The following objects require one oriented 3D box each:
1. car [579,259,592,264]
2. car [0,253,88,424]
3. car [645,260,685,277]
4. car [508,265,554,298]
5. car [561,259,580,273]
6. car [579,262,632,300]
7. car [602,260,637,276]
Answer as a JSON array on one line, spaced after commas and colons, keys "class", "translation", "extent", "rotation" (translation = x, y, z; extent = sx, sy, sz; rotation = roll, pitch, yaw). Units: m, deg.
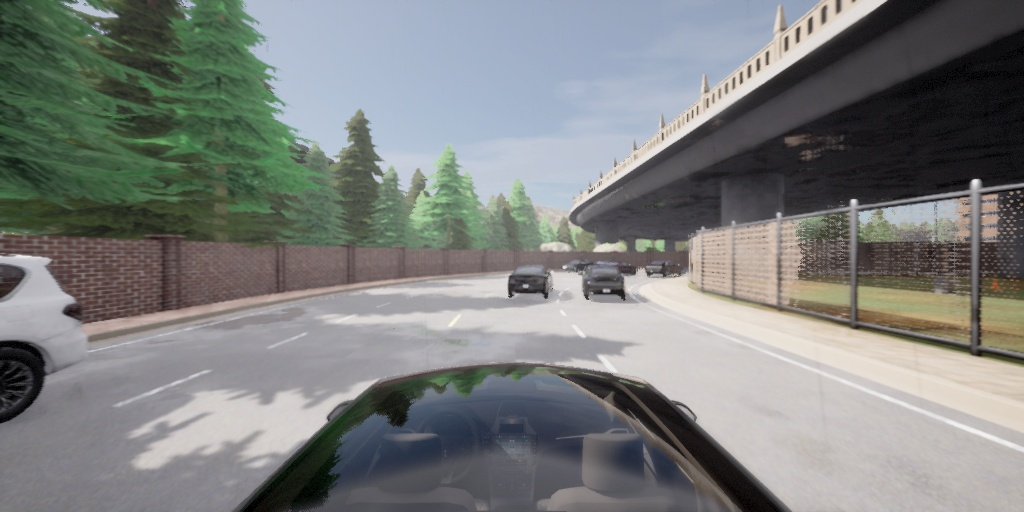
[{"class": "car", "translation": [10.259, 1.200, 39.553], "extent": [5.357, 1.411, 2.033], "rotation": [0, 0, -37]}, {"class": "car", "translation": [-7.073, 0.970, 2.659], "extent": [2.150, 2.045, 5.566], "rotation": [0, 0, 0]}, {"class": "car", "translation": [14.375, 1.159, 33.565], "extent": [4.902, 1.511, 2.128], "rotation": [0, 0, -40]}, {"class": "car", "translation": [1.073, 1.185, 18.408], "extent": [1.882, 1.535, 5.008], "rotation": [0, 0, 11]}, {"class": "car", "translation": [7.837, 1.138, 41.809], "extent": [4.902, 1.511, 2.128], "rotation": [0, 0, -38]}, {"class": "car", "translation": [4.415, 1.215, 17.544], "extent": [1.837, 1.490, 4.892], "rotation": [-1, 0, 10]}, {"class": "car", "translation": [10.401, 1.229, 34.652], "extent": [4.181, 1.385, 1.994], "rotation": [0, 0, -44]}]
